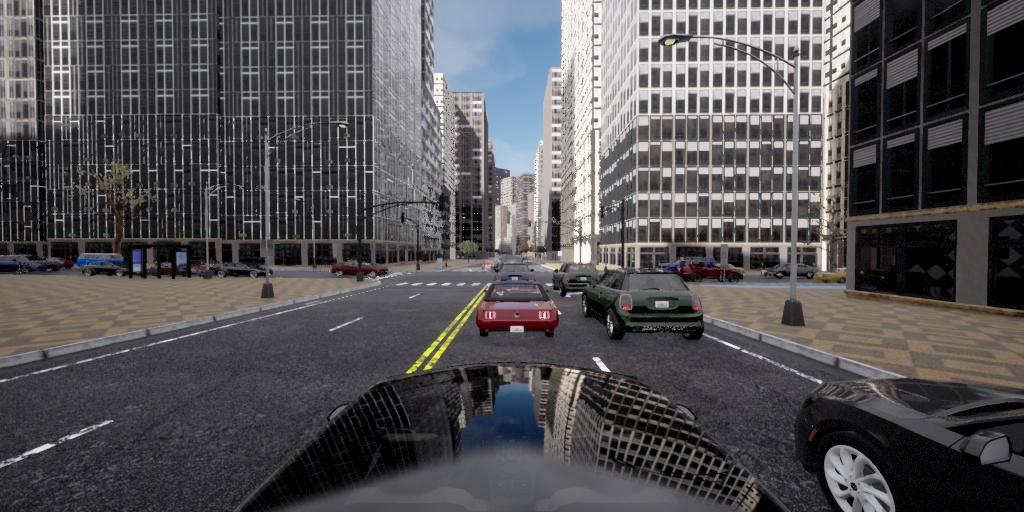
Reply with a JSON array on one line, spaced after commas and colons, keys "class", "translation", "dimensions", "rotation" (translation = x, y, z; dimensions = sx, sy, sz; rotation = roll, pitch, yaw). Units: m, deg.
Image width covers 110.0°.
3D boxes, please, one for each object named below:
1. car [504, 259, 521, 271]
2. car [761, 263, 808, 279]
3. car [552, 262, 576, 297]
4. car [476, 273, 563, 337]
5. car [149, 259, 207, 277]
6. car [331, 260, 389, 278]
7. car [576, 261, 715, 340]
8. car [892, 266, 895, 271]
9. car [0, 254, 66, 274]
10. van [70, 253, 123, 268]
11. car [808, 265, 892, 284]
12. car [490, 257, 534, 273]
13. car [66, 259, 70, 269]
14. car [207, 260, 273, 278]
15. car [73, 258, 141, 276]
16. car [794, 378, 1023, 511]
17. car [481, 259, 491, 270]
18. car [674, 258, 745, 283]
[{"class": "car", "translation": [0.131, 1.209, 48.653], "dimensions": [2.128, 1.511, 4.902], "rotation": [0, 0, 1]}, {"class": "car", "translation": [27.230, 1.448, 35.283], "dimensions": [4.902, 1.511, 2.128], "rotation": [1, 1, 1]}, {"class": "car", "translation": [3.384, 1.093, 19.070], "dimensions": [2.097, 1.767, 4.553], "rotation": [0, 0, 0]}, {"class": "car", "translation": [0.115, 1.347, 10.229], "dimensions": [1.895, 1.301, 4.718], "rotation": [0, 0, 0]}, {"class": "car", "translation": [-28.357, 1.138, 30.475], "dimensions": [4.207, 1.307, 1.802], "rotation": [0, 0, 1]}, {"class": "car", "translation": [-13.685, 1.130, 32.449], "dimensions": [5.008, 1.535, 1.882], "rotation": [1, 1, 6]}, {"class": "car", "translation": [3.359, 1.098, 10.133], "dimensions": [2.097, 1.767, 4.553], "rotation": [0, 0, 0]}, {"class": "car", "translation": [33.168, 1.684, 29.395], "dimensions": [4.207, 1.307, 1.802], "rotation": [0, 0, 1]}, {"class": "car", "translation": [-45.501, 0.707, 33.575], "dimensions": [4.553, 1.767, 2.097], "rotation": [1, 1, 2]}, {"class": "van", "translation": [-45.211, 0.605, 39.344], "dimensions": [3.998, 1.789, 1.690], "rotation": [0, 0, 1]}, {"class": "car", "translation": [27.698, 1.579, 29.500], "dimensions": [4.829, 1.417, 1.751], "rotation": [0, 0, 1]}, {"class": "car", "translation": [0.135, 1.092, 19.223], "dimensions": [2.097, 1.767, 4.553], "rotation": [0, 0, 0]}, {"class": "car", "translation": [-50.893, 0.794, 39.471], "dimensions": [4.207, 1.307, 1.802], "rotation": [0, 0, 1]}, {"class": "car", "translation": [-22.674, 1.174, 30.330], "dimensions": [4.313, 1.339, 1.948], "rotation": [0, 0, 1]}, {"class": "car", "translation": [-34.038, 1.070, 30.660], "dimensions": [4.313, 1.339, 1.948], "rotation": [0, 0, 1]}, {"class": "car", "translation": [3.343, 1.255, 1.078], "dimensions": [1.837, 1.490, 4.892], "rotation": [0, 0, 0]}, {"class": "car", "translation": [-3.229, 1.241, 50.698], "dimensions": [1.812, 1.442, 4.674], "rotation": [0, 0, 0]}, {"class": "car", "translation": [16.250, 1.269, 29.721], "dimensions": [5.009, 1.841, 2.192], "rotation": [0, 0, 1]}]
